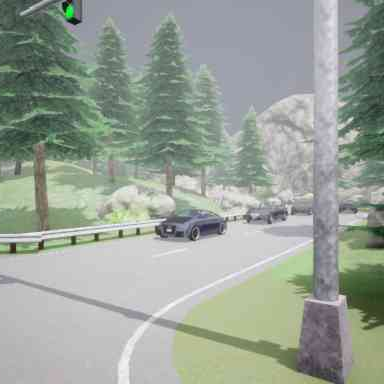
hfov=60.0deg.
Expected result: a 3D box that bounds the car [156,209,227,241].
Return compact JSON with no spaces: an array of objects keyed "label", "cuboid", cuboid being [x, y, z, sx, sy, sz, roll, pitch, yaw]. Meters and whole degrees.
[{"label":"car","cuboid":[0.078,1.579,16.935,1.994,1.385,4.181,0,0,35]}]

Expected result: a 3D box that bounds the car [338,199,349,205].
[{"label":"car","cuboid":[17.454,1.593,37.828,1.837,1.490,4.892,2,0,16]}]

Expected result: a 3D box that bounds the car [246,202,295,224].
[{"label":"car","cuboid":[5.730,1.507,25.118,2.128,1.511,4.902,0,0,35]}]

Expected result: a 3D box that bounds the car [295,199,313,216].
[{"label":"car","cuboid":[11.321,1.520,33.670,1.837,1.490,4.892,0,0,28]}]
